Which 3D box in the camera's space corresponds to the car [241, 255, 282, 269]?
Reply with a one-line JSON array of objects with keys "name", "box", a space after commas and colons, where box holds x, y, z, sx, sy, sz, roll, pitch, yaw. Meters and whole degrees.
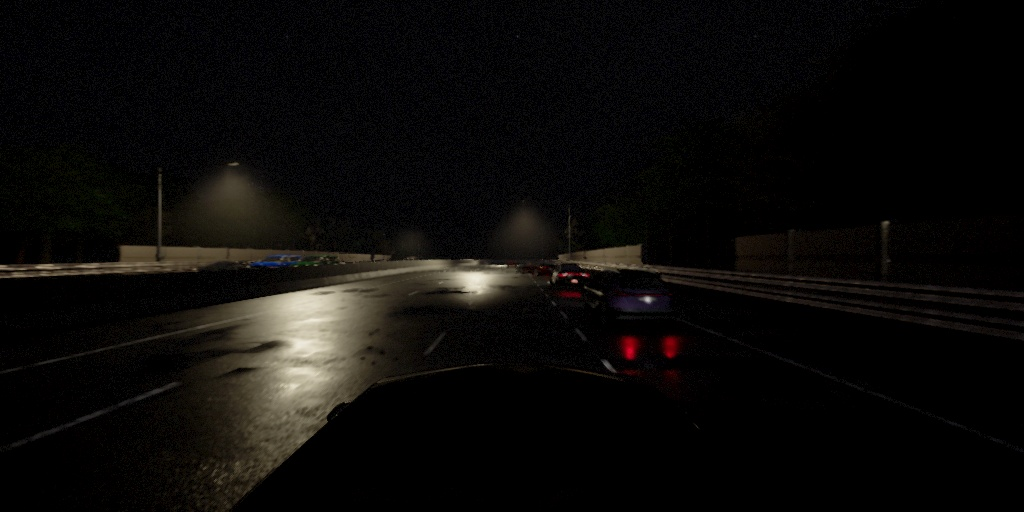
[{"name": "car", "box": [-21.066, 0.929, 32.331, 2.150, 2.045, 5.566, 0, 0, 0]}]

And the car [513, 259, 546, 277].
[{"name": "car", "box": [2.418, 1.210, 35.147, 2.163, 1.488, 4.792, 0, 0, -28]}]

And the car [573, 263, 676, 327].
[{"name": "car", "box": [3.501, 1.179, 11.516, 2.033, 1.649, 4.856, 0, 0, 0]}]

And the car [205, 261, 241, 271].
[{"name": "car", "box": [-24.563, 1.211, 32.453, 1.837, 1.490, 4.892, 0, 0, 0]}]

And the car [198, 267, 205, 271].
[{"name": "car", "box": [-28.061, 1.230, 34.959, 1.812, 1.442, 4.674, 0, 0, 0]}]

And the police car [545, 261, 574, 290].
[{"name": "police car", "box": [3.501, 1.233, 22.532, 2.038, 1.542, 4.974, 0, 0, 0]}]

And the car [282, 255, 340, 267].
[{"name": "car", "box": [-17.569, 0.931, 32.254, 2.150, 2.045, 5.566, 0, 0, 0]}]
